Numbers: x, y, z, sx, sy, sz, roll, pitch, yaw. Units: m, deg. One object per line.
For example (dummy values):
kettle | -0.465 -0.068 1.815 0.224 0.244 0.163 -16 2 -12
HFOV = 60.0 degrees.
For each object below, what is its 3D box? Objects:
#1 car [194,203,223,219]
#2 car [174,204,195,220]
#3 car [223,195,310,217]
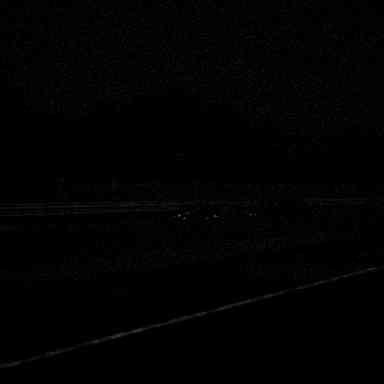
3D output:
car | 2.618 1.563 22.907 4.181 1.385 1.994 0 0 -35
car | 0.705 1.561 25.839 4.181 1.385 1.994 0 0 -35
car | 4.837 1.223 20.193 5.566 2.045 2.150 0 0 -35
